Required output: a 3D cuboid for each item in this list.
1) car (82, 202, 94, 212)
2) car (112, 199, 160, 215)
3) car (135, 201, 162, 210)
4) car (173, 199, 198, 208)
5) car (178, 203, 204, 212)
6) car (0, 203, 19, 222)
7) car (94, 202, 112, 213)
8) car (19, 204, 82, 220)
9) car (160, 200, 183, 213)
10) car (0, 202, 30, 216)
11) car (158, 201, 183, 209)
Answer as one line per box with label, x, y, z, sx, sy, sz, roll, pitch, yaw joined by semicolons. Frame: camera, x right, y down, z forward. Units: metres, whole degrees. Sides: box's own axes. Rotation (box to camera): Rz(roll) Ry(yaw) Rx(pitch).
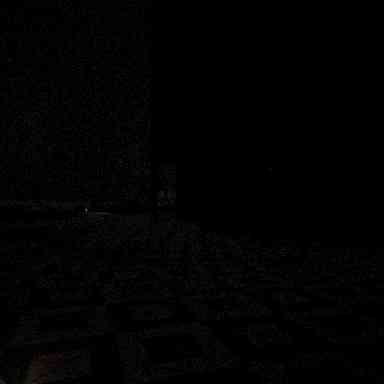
car;-13.596;2.011;44.963;1.887;1.381;4.507;-1;-2;35
car;-6.660;1.787;40.015;2.192;1.841;5.009;-1;-2;35
car;-7.045;2.204;54.153;2.008;1.369;4.403;-1;-2;35
car;-1.097;1.942;57.713;1.812;1.442;4.674;0;-1;35
car;-0.103;2.242;49.204;1.802;1.307;4.206;-1;-2;36
car;-16.485;1.770;26.222;1.947;1.339;4.313;-1;-2;35
car;-10.368;2.023;44.868;1.812;1.442;4.674;0;-1;36
car;-13.112;1.820;30.956;1.752;1.417;4.829;-1;-2;35
car;-3.383;2.110;44.604;1.887;1.381;4.507;-1;-2;35
car;-20.147;1.836;35.772;2.008;1.369;4.403;-1;-1;35
car;-3.770;2.300;58.748;2.008;1.369;4.403;-1;-2;35
